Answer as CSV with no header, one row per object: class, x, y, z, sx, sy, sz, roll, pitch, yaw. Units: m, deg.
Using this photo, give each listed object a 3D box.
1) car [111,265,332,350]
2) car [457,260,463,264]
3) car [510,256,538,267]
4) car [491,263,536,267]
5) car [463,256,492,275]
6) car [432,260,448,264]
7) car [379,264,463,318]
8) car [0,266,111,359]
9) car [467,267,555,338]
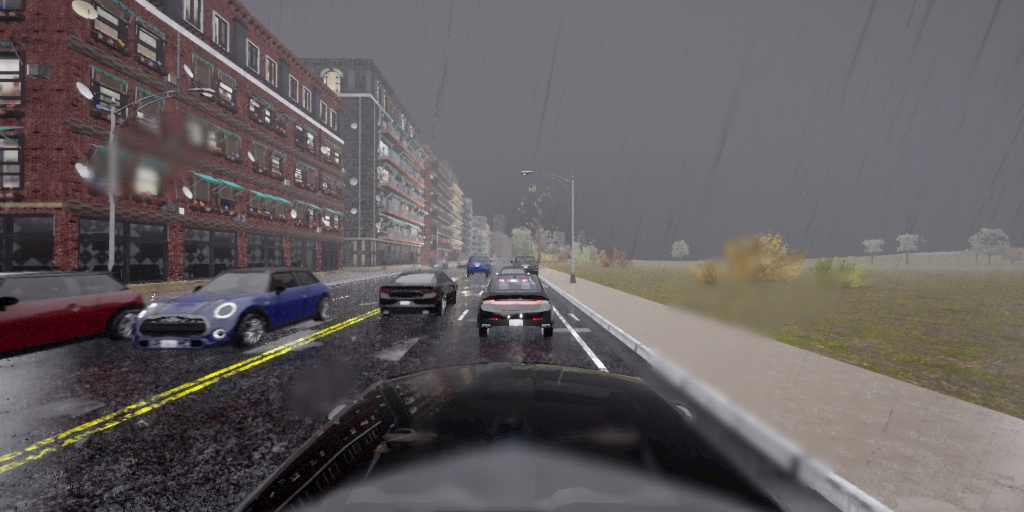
car,-6.616,1.103,9.164,2.097,1.767,4.553,0,0,0
car,-6.712,1.231,51.228,1.882,1.535,5.008,0,0,0
car,1.070,0.979,30.912,2.150,2.045,5.566,0,0,0
car,0.060,1.301,20.700,2.033,1.411,5.357,0,0,0
car,-3.231,0.977,35.937,2.150,2.045,5.566,0,0,0
car,-9.958,1.245,49.334,2.128,1.511,4.902,0,0,0
car,-3.177,1.229,13.083,1.882,1.535,5.008,0,0,0
car,-9.861,1.103,6.737,2.097,1.767,4.553,0,0,0
car,0.081,1.243,10.260,2.128,1.511,4.902,0,0,0
